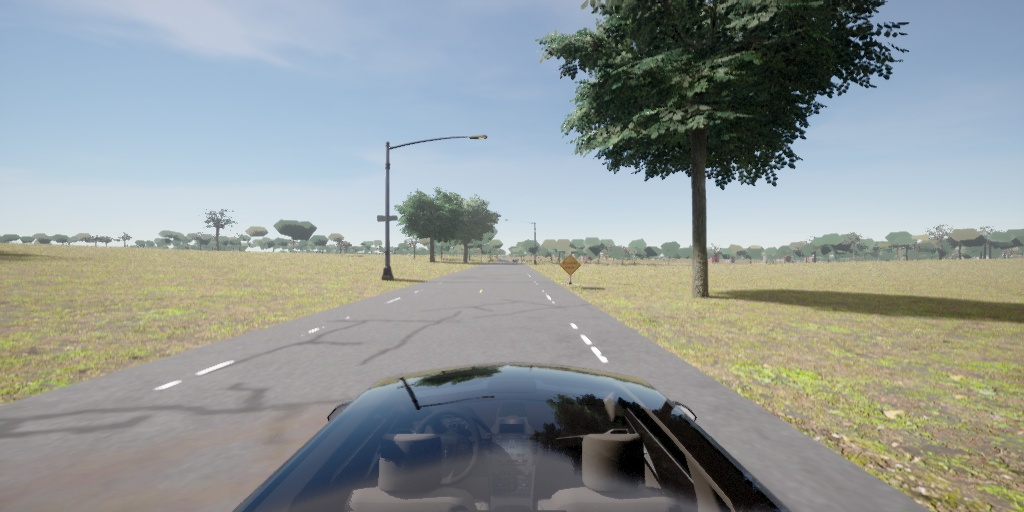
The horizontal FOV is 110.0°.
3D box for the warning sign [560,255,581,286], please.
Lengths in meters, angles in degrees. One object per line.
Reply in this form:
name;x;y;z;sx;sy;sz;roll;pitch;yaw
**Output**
warning sign;3.550;0.851;21.832;1.300;1.860;1.060;0;0;0
